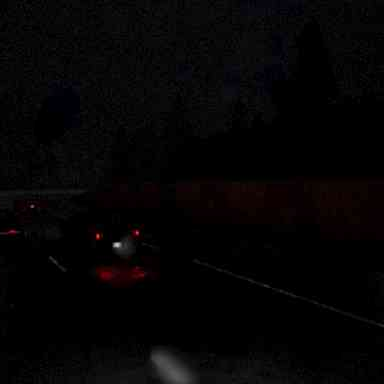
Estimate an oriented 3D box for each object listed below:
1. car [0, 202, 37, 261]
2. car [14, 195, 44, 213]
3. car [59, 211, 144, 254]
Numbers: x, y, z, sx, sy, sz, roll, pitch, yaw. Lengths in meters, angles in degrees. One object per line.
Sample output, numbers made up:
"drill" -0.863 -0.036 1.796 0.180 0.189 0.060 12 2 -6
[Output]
"car" -6.611 1.289 10.726 2.128 1.511 4.902 -1 1 -33
"car" -13.976 0.950 28.438 1.882 1.535 5.008 -1 1 -33
"car" -3.620 1.370 12.551 1.895 1.301 4.718 -1 1 -33
